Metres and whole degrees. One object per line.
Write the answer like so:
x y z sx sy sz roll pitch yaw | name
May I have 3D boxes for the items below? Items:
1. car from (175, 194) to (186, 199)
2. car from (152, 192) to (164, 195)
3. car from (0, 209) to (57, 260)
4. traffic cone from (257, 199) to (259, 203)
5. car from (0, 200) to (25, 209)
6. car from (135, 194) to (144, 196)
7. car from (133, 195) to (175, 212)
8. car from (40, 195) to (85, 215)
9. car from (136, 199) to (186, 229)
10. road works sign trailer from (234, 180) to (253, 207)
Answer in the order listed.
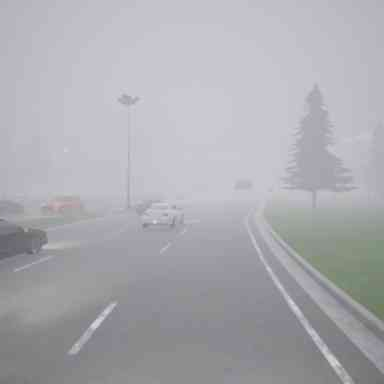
-2.571 1.046 70.662 1.994 1.385 4.181 0 0 13 | car
-6.887 0.864 67.566 2.097 1.767 4.553 0 0 13 | car
-6.383 1.466 9.831 2.033 1.411 5.357 0 0 5 | car
11.501 1.561 58.293 0.340 0.580 0.340 0 0 13 | traffic cone
-16.434 1.334 28.392 1.994 1.385 4.181 0 0 16 | car
-10.496 1.058 67.501 1.994 1.385 4.181 0 1 13 | car
-3.516 1.324 30.564 2.033 1.411 5.357 0 0 12 | car
-12.029 1.110 31.122 2.097 1.767 4.553 0 0 15 | car
-1.711 1.377 20.372 1.812 1.442 4.674 0 0 8 | car
7.082 0.150 45.964 2.380 3.560 2.880 0 0 13 | road works sign trailer
